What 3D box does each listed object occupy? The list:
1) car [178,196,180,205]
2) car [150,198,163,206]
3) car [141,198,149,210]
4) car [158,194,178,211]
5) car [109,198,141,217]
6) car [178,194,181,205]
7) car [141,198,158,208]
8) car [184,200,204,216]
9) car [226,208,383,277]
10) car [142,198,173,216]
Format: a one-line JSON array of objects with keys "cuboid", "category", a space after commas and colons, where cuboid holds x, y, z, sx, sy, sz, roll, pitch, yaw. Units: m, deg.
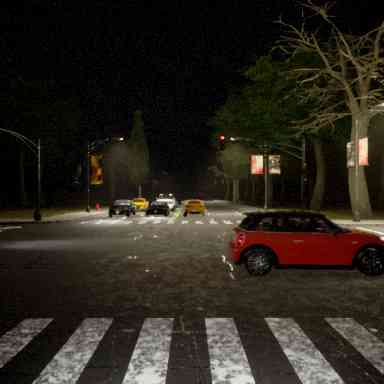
[{"cuboid": [-3.243, 1.703, 51.857, 1.895, 1.301, 4.718, 0, 0, 0], "category": "car"}, {"cuboid": [-6.440, 1.775, 61.215, 1.895, 1.301, 4.718, 0, 0, 0], "category": "car"}, {"cuboid": [-6.512, 1.521, 41.111, 1.882, 1.535, 5.008, 0, 0, 0], "category": "car"}, {"cuboid": [-3.262, 1.267, 41.606, 2.150, 2.045, 5.566, 0, 0, 0], "category": "car"}, {"cuboid": [-6.532, 1.510, 31.612, 2.128, 1.511, 4.902, 0, 0, 0], "category": "car"}, {"cuboid": [-3.176, 1.406, 62.470, 2.150, 2.045, 5.566, 0, 0, 1], "category": "car"}, {"cuboid": [-6.498, 1.662, 51.157, 1.994, 1.385, 4.181, 0, 0, -1], "category": "car"}, {"cuboid": [0.199, 1.498, 32.768, 1.882, 1.535, 5.008, 0, 0, 0], "category": "car"}, {"cuboid": [3.347, 1.354, 9.758, 4.553, 1.767, 2.097, 0, 0, 0], "category": "car"}, {"cuboid": [-3.272, 1.584, 32.249, 1.994, 1.385, 4.181, 0, 0, 1], "category": "car"}]
